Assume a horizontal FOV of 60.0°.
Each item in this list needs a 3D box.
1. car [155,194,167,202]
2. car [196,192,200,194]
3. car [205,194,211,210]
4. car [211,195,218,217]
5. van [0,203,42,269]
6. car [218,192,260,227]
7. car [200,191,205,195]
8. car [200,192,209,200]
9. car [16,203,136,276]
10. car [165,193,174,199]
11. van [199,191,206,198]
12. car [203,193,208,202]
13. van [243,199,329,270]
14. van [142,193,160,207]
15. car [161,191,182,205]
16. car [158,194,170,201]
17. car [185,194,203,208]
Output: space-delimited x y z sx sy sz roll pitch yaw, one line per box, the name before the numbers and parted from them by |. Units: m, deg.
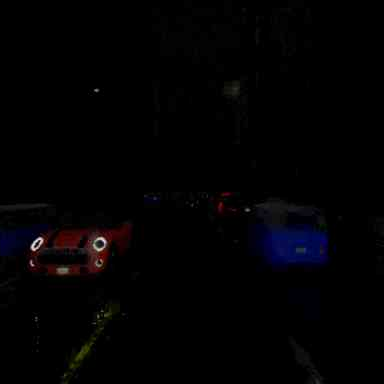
car | -5.657 1.120 61.219 1.752 1.417 4.829 0 0 0
car | 0.049 1.124 57.446 1.837 1.490 4.892 0 0 0
car | 2.862 1.296 38.799 2.008 1.369 4.403 0 0 0
car | 3.114 1.035 28.391 2.150 2.045 5.566 0 0 0
van | -5.671 1.273 10.549 1.690 1.788 3.998 0 0 0
car | 3.112 1.089 21.391 2.150 2.045 5.566 0 0 0
car | 2.867 1.034 61.392 1.967 1.590 4.097 0 0 0
car | 2.871 0.923 78.337 1.967 1.590 4.097 0 0 0
car | -3.097 1.286 10.217 2.097 1.767 4.553 0 0 0
car | -5.652 1.012 83.984 1.947 1.339 4.313 0 0 0
van | 2.873 0.751 89.633 1.690 1.788 3.998 0 0 0
car | 2.863 1.258 44.448 2.008 1.369 4.403 0 0 0
van | 2.854 1.273 10.554 1.690 1.788 3.998 0 0 0
van | -5.663 1.048 44.441 1.690 1.788 3.998 0 0 0
car | -3.065 0.880 51.650 2.150 2.045 5.566 0 0 0
car | -5.656 1.122 67.038 1.947 1.339 4.313 0 0 0
car | 0.058 1.318 42.901 1.895 1.301 4.718 0 0 1
